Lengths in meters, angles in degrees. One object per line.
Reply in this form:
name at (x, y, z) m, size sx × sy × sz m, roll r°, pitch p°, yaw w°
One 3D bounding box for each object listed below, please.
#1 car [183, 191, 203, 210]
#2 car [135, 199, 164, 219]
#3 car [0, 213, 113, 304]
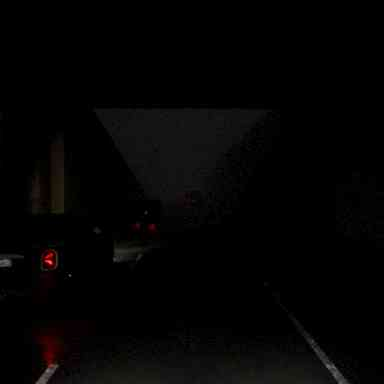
car at (0.119, 0.955, 37.871) m, size 2.150 × 2.045 × 5.566 m, roll 0°, pitch 0°, yaw 0°
car at (-3.388, 1.303, 26.881) m, size 2.128 × 1.511 × 4.902 m, roll 0°, pitch 0°, yaw 0°
car at (-3.396, 1.294, 8.142) m, size 2.097 × 1.767 × 4.553 m, roll 0°, pitch 0°, yaw 0°
